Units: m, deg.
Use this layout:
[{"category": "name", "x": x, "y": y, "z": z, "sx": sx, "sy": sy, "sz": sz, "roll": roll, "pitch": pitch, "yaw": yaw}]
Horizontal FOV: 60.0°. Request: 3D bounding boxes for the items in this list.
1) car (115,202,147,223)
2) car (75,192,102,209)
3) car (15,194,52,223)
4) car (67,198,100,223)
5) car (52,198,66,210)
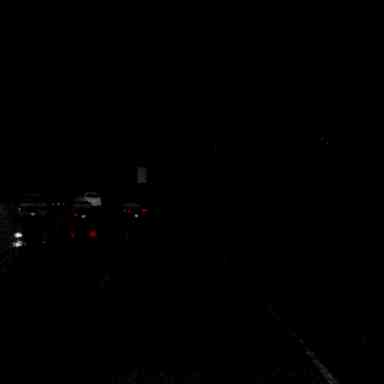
[{"category": "car", "x": -4.631, "y": 1.452, "z": 25.179, "sx": 1.812, "sy": 1.442, "sz": 4.674, "roll": 0, "pitch": 0, "yaw": -20}, {"category": "car", "x": -12.570, "y": 1.081, "z": 39.702, "sx": 2.150, "sy": 2.045, "sz": 5.566, "roll": 1, "pitch": -1, "yaw": -35}, {"category": "car", "x": -12.103, "y": 1.155, "z": 25.414, "sx": 2.150, "sy": 2.045, "sz": 5.566, "roll": 0, "pitch": 0, "yaw": -24}, {"category": "car", "x": -8.047, "y": 1.435, "z": 24.304, "sx": 1.812, "sy": 1.442, "sz": 4.674, "roll": 0, "pitch": 0, "yaw": -21}, {"category": "car", "x": -16.434, "y": 1.369, "z": 39.063, "sx": 2.033, "sy": 1.411, "sz": 5.357, "roll": 1, "pitch": 0, "yaw": -38}]
